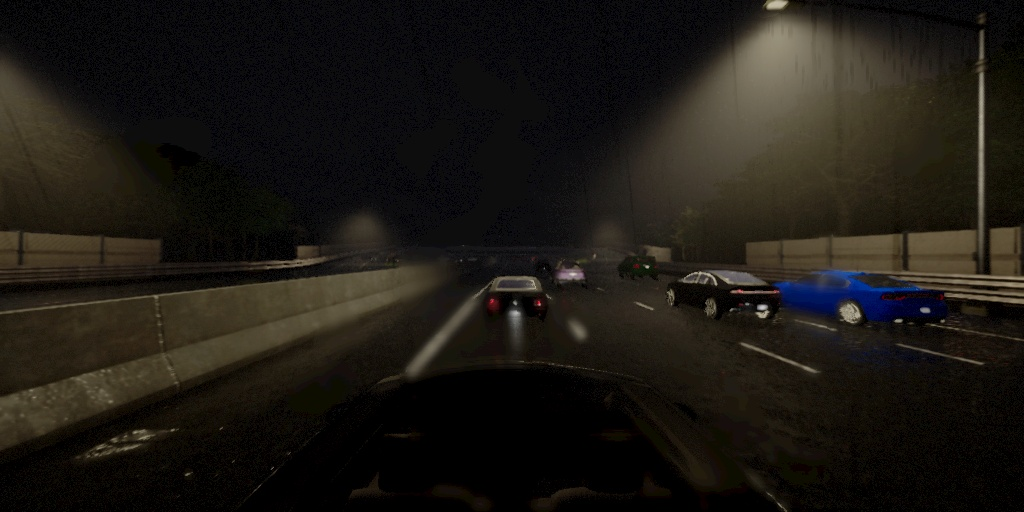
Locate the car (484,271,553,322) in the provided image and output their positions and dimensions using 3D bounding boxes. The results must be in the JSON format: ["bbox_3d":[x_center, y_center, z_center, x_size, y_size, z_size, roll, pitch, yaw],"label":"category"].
[{"bbox_3d":[0.141,1.348,12.287,1.895,1.301,4.718,0,0,0],"label":"car"}]

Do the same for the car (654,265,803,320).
[{"bbox_3d":[7.145,1.253,12.645,2.128,1.511,4.902,0,0,0],"label":"car"}]

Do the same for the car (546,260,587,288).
[{"bbox_3d":[3.725,1.181,24.050,2.033,1.649,4.856,0,0,0],"label":"car"}]

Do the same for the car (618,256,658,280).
[{"bbox_3d":[10.857,0.986,31.179,2.150,2.045,5.566,0,0,2],"label":"car"}]

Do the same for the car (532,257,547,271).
[{"bbox_3d":[3.897,1.251,45.626,1.837,1.490,4.892,0,0,0],"label":"car"}]

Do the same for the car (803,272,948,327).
[{"bbox_3d":[10.640,1.247,11.704,1.882,1.535,5.008,0,0,0],"label":"car"}]
